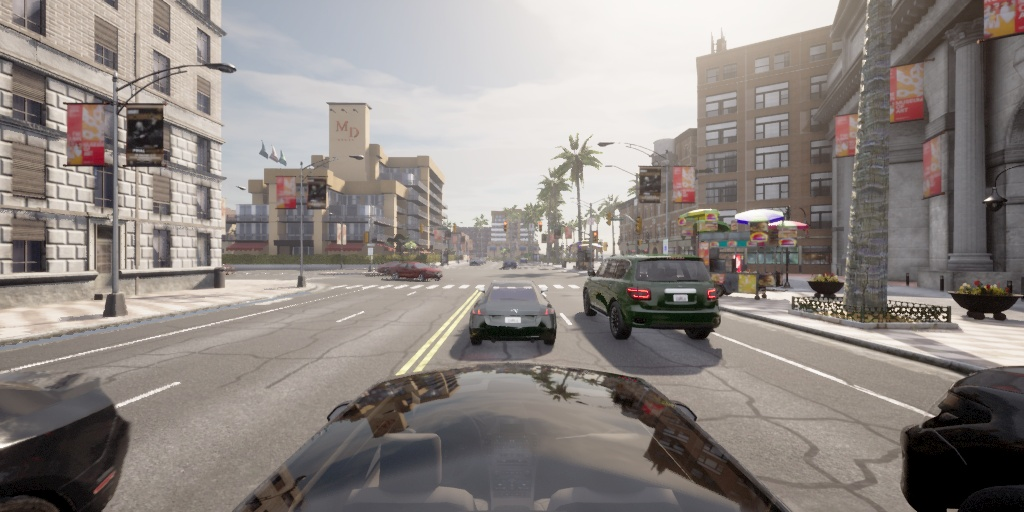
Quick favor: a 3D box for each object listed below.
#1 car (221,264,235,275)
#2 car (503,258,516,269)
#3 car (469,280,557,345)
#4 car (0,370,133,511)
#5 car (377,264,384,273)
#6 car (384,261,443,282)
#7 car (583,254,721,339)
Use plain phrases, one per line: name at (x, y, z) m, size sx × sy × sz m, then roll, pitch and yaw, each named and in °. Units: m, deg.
car at (-30.481, 1.102, 35.862) m, size 4.553 × 1.767 × 2.097 m, roll 0°, pitch 0°, yaw -1°
car at (-0.357, 1.102, 57.937) m, size 2.097 × 1.767 × 4.553 m, roll 0°, pitch 0°, yaw 1°
car at (0.025, 1.314, 9.539) m, size 1.994 × 1.385 × 4.181 m, roll 0°, pitch 0°, yaw 0°
car at (-3.615, 1.255, 0.433) m, size 1.837 × 1.490 × 4.892 m, roll 0°, pitch 0°, yaw 1°
car at (-11.576, 1.275, 37.248) m, size 4.674 × 1.442 × 1.812 m, roll 0°, pitch 0°, yaw -16°
car at (-7.853, 1.228, 29.503) m, size 5.008 × 1.535 × 1.882 m, roll 0°, pitch -1°, yaw 32°
car at (3.526, 0.971, 10.176) m, size 2.150 × 2.045 × 5.566 m, roll 0°, pitch 0°, yaw 0°
